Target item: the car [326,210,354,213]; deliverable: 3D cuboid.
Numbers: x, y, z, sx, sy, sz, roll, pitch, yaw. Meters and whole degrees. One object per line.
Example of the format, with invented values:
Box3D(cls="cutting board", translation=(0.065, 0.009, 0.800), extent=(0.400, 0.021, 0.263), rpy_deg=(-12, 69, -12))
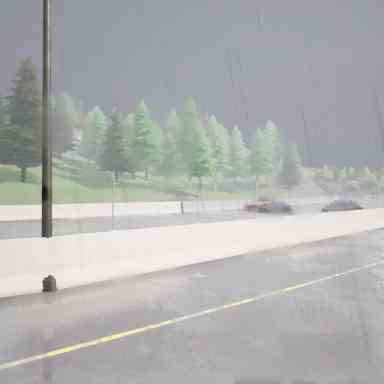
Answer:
Box3D(cls="car", translation=(12.644, 1.506, 28.128), extent=(4.892, 1.490, 1.837), rpy_deg=(1, 0, -43))
